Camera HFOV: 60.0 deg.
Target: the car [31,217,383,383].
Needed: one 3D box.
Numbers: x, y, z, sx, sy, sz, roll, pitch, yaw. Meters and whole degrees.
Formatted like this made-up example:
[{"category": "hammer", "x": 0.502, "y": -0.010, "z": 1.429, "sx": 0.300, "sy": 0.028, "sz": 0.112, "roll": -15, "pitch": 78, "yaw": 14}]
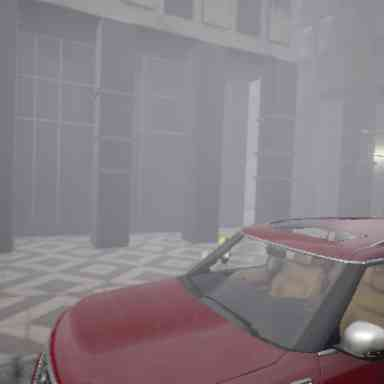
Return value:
[{"category": "car", "x": 1.242, "y": 1.224, "z": 3.140, "sx": 5.009, "sy": 1.841, "sz": 2.192, "roll": 1, "pitch": 2, "yaw": -25}]
